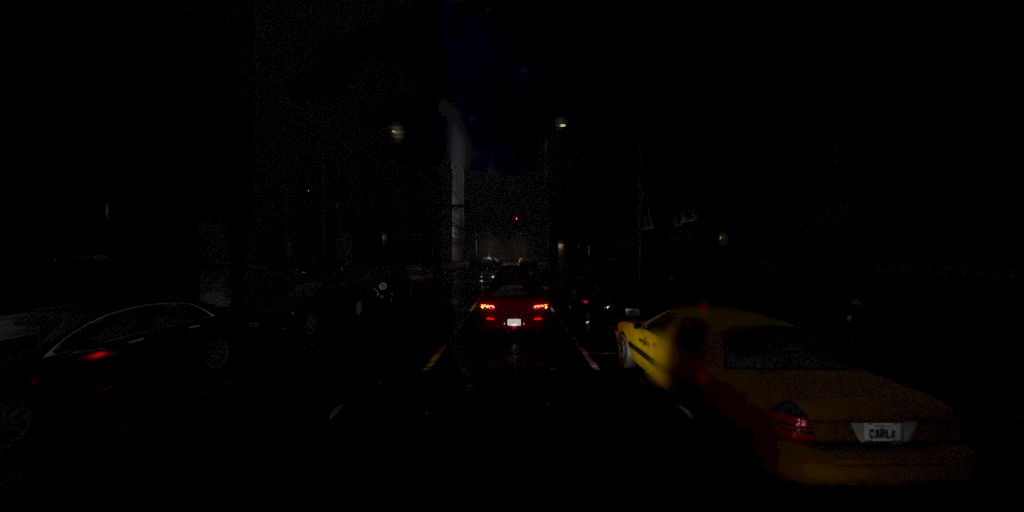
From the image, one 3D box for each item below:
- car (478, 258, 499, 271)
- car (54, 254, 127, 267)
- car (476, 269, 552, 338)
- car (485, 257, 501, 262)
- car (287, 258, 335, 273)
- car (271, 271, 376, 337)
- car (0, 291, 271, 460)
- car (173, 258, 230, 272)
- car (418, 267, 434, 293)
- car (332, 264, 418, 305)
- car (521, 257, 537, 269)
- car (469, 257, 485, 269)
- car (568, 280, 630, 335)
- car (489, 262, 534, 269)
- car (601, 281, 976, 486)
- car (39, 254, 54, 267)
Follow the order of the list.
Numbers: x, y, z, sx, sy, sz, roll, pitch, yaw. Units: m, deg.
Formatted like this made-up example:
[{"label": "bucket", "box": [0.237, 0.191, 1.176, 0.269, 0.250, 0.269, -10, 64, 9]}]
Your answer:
[{"label": "car", "box": [-3.138, 1.283, 47.985, 1.812, 1.442, 4.674, 0, 0, 0]}, {"label": "car", "box": [-37.927, 0.570, 32.562, 4.674, 1.442, 1.812, 1, 0, 0]}, {"label": "car", "box": [0.063, 1.276, 10.097, 1.812, 1.442, 4.674, 0, 0, 0]}, {"label": "car", "box": [-3.133, 1.325, 57.952, 1.994, 1.385, 4.181, 0, 0, 0]}, {"label": "car", "box": [-17.905, 0.920, 32.615, 4.902, 1.511, 2.128, 1, 0, 0]}, {"label": "car", "box": [-5.769, 1.295, 10.254, 1.888, 1.381, 4.507, 0, 0, 0]}, {"label": "car", "box": [-5.764, 1.300, 4.797, 2.007, 1.370, 4.403, 0, 0, 0]}, {"label": "car", "box": [-27.701, 0.839, 32.590, 4.718, 1.301, 1.895, 1, 0, 0]}, {"label": "car", "box": [-5.778, 1.276, 20.997, 1.751, 1.417, 4.829, 0, 0, 0]}, {"label": "car", "box": [-5.774, 1.190, 15.711, 1.967, 1.591, 4.097, 0, 0, 0]}, {"label": "car", "box": [2.719, 1.199, 53.145, 1.967, 1.591, 4.097, 0, 0, 0]}, {"label": "car", "box": [-5.811, 1.076, 58.575, 2.192, 1.841, 5.009, 0, 0, 0]}, {"label": "car", "box": [2.756, 1.316, 10.263, 1.948, 1.339, 4.313, 0, 0, 0]}, {"label": "car", "box": [0.004, 1.255, 18.964, 1.837, 1.490, 4.892, 0, 0, 0]}, {"label": "car", "box": [2.761, 1.275, 4.976, 1.751, 1.417, 4.829, 0, 0, 0]}, {"label": "car", "box": [-48.217, 0.415, 35.684, 4.181, 1.385, 1.994, 1, 0, 0]}]
